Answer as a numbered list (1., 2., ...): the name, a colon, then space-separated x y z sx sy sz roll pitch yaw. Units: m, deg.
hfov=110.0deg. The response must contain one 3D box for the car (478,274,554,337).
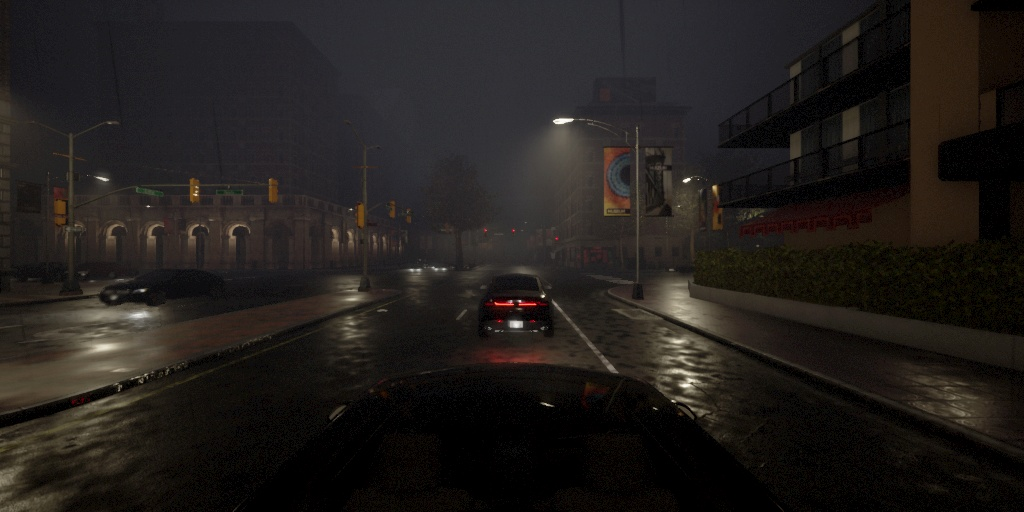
1. car: 0.109 1.255 10.304 1.837 1.490 4.892 0 0 0

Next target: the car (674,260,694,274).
1. car: 20.599 1.351 39.572 4.718 1.301 1.895 0 0 0

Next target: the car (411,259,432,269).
1. car: -14.862 1.241 57.928 2.128 1.511 4.902 0 0 0

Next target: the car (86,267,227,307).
1. car: -14.857 1.276 15.686 1.812 1.442 4.674 1 0 -1

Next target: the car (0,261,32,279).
1. car: -47.145 1.228 32.380 5.008 1.535 1.882 0 0 0

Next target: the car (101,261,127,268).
1. car: -36.677 1.228 32.351 5.008 1.535 1.882 0 0 0

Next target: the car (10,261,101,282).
1. car: -36.932 1.241 28.851 4.902 1.511 2.128 0 0 0

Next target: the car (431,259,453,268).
1. car: -11.357 1.314 58.700 1.994 1.385 4.181 0 0 0
